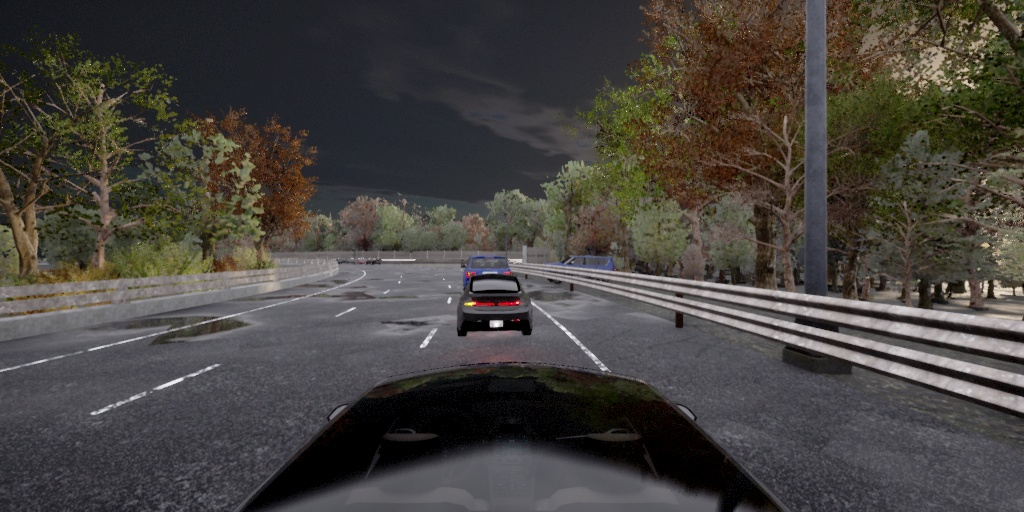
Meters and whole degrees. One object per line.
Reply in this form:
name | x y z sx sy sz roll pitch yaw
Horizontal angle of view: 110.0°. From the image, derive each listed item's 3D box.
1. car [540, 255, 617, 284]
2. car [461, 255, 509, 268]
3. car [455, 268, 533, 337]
car | 4.830 0.950 26.130 5.566 2.045 2.150 3 1 -8
car | -1.325 0.965 17.820 2.150 2.045 5.566 0 0 -8
car | -0.556 1.252 10.345 1.837 1.490 4.892 0 0 -5
